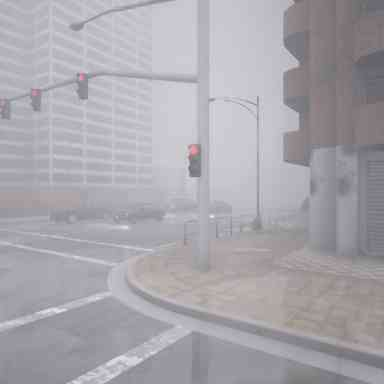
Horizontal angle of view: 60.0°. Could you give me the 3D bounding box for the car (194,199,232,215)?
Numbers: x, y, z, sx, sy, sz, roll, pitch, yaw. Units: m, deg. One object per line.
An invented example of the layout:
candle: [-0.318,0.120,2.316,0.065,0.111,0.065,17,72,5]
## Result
car: [2.480,1.564,34.304,1.994,1.385,4.181,0,0,36]

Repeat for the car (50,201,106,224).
car: [-8.223,1.478,25.253,1.882,1.535,5.008,0,0,35]

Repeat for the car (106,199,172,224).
car: [-3.922,1.526,25.242,1.812,1.442,4.674,0,0,35]

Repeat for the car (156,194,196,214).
car: [-1.425,1.352,34.852,2.097,1.767,4.553,0,0,35]

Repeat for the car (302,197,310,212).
car: [14.413,1.352,38.755,2.097,1.767,4.553,0,0,35]
